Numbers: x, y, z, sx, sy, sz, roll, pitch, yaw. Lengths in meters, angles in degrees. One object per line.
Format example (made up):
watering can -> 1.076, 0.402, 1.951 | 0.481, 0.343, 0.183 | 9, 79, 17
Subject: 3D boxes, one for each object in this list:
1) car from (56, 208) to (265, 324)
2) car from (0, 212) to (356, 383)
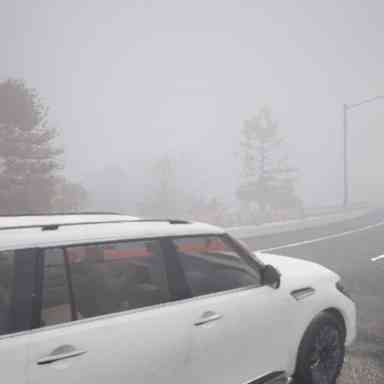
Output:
car -> -0.578, 1.383, 7.932 | 4.553, 1.767, 2.097 | 0, 0, -38
car -> -0.564, 1.239, 3.464 | 5.566, 2.045, 2.150 | 0, 0, -36
